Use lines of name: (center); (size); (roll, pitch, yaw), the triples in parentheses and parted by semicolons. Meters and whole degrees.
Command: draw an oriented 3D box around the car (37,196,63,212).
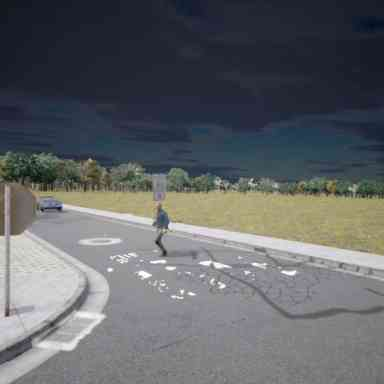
car: (-13.971, 1.116, 32.035); (2.033, 1.411, 5.357); (0, 1, -36)

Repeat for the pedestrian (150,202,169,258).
pedestrian: (-1.005, 1.172, 10.701); (0.375, 1.860, 0.375); (1, -1, -36)
